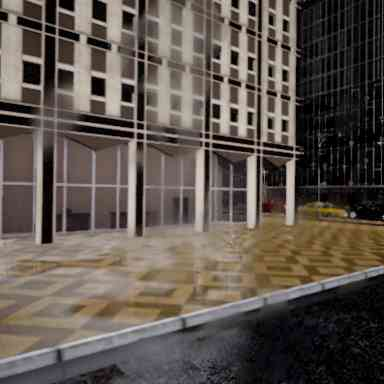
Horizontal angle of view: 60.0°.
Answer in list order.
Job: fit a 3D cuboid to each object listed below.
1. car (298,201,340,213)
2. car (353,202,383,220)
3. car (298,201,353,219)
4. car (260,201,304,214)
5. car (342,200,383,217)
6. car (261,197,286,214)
[{"bbox_3d":[15.684,1.838,41.328,2.008,1.369,4.403,1,-1,-36],"label":"car"},{"bbox_3d":[16.505,1.762,30.292,1.837,1.490,4.892,1,0,-36],"label":"car"},{"bbox_3d":[12.233,1.723,31.510,1.752,1.417,4.829,1,-1,-36],"label":"car"},{"bbox_3d":[10.348,1.796,38.629,1.895,1.301,4.718,1,0,-36],"label":"car"},{"bbox_3d":[19.083,1.762,36.779,1.967,1.590,4.097,1,-1,-36],"label":"car"},{"bbox_3d":[8.787,1.477,36.234,2.192,1.841,5.009,1,-1,-36],"label":"car"}]
